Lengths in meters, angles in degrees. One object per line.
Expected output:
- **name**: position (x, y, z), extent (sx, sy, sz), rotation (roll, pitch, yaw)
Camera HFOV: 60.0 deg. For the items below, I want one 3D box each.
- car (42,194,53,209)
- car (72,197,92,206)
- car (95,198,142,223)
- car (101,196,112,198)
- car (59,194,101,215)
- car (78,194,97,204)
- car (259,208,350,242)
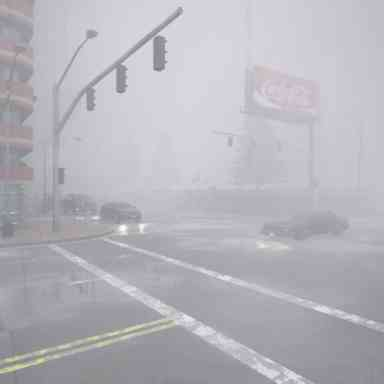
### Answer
- **car**: position (-17.768, 1.221, 42.758), extent (2.150, 2.045, 5.566), rotation (0, 0, -35)
- **car**: position (-18.582, 1.563, 56.192), extent (1.994, 1.385, 4.181), rotation (0, 0, -36)
- **car**: position (-5.616, 1.504, 25.848), extent (1.837, 1.490, 4.892), rotation (0, 0, -36)
- **car**: position (-14.833, 1.477, 56.974), extent (1.882, 1.535, 5.008), rotation (0, 0, -36)
- **car**: position (-11.612, 1.221, 34.185), extent (2.150, 2.045, 5.566), rotation (0, 0, -36)
- **car**: position (-20.366, 1.352, 64.663), extent (2.097, 1.767, 4.553), rotation (0, 0, -36)
- **car**: position (5.803, 1.547, 16.710), extent (5.357, 1.411, 2.033), rotation (0, 0, -35)
